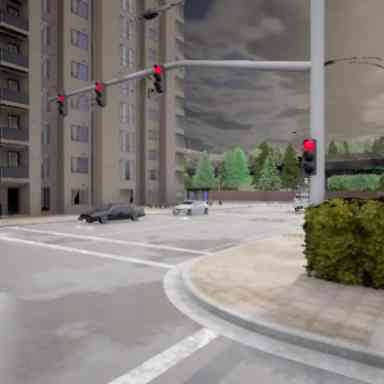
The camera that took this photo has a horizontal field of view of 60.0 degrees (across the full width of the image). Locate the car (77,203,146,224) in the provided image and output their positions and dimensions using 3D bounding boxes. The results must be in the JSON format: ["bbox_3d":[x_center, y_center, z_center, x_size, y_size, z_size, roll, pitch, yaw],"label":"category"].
[{"bbox_3d":[-5.858,1.545,25.052,2.033,1.411,5.357,0,0,36],"label":"car"}]

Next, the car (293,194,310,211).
[{"bbox_3d":[14.012,1.221,40.098,2.150,2.045,5.566,0,0,36],"label":"car"}]

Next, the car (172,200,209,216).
[{"bbox_3d":[-0.046,1.523,33.013,1.812,1.442,4.674,0,0,36],"label":"car"}]
